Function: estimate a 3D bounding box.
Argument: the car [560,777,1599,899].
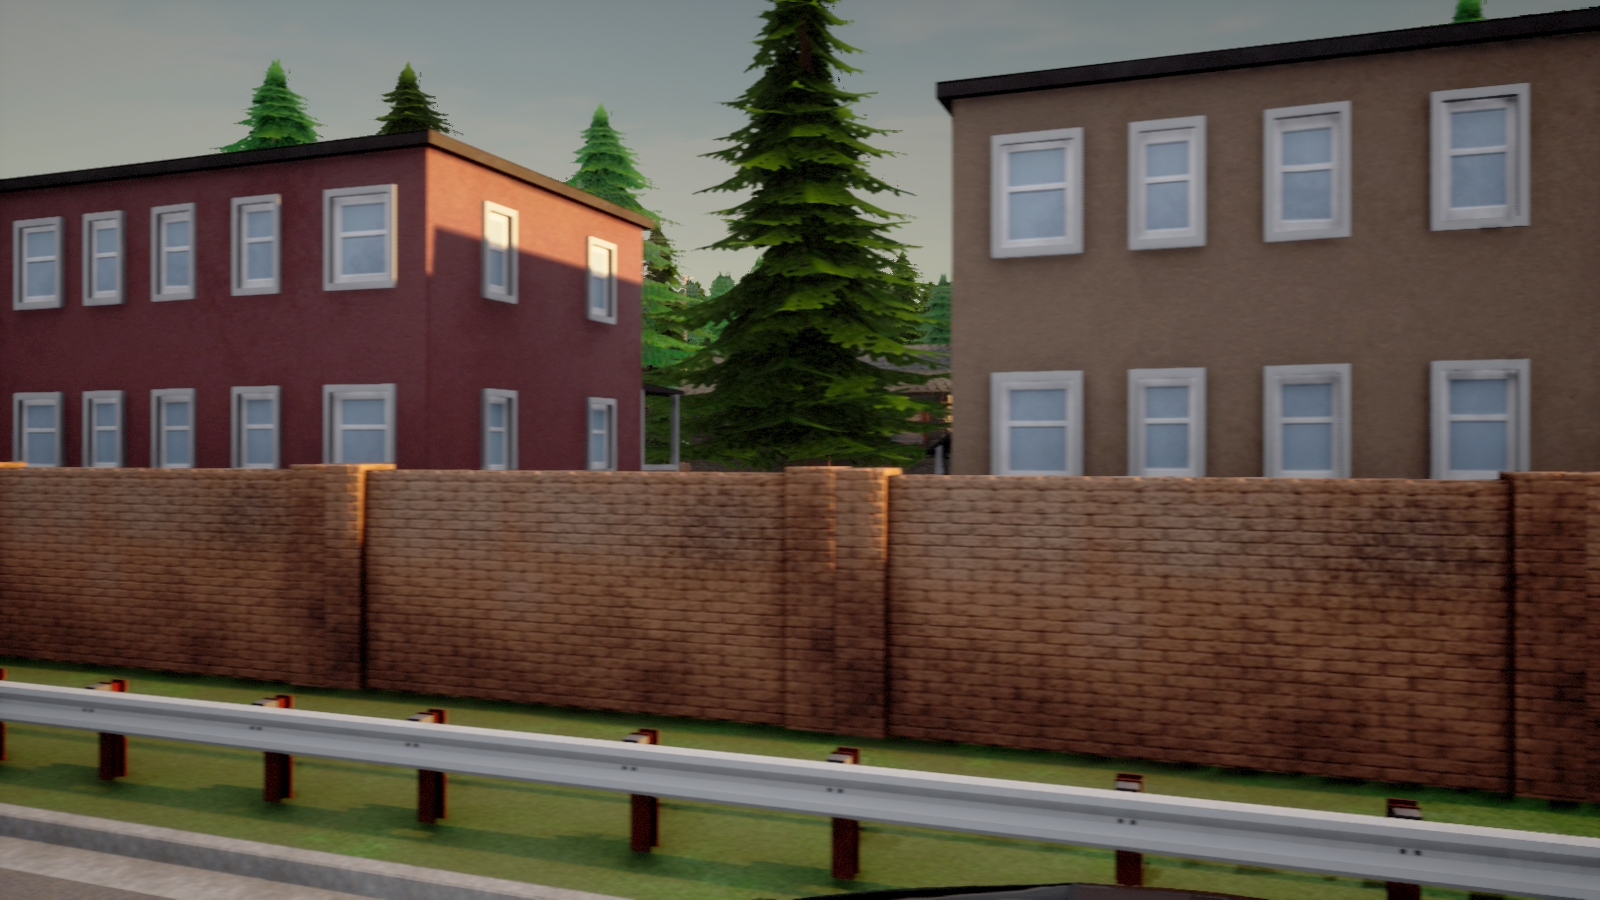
[{"bbox_3d":[1.539,2.040,2.742,4.514,1.525,2.007,0,0,20],"label":"car"}]
